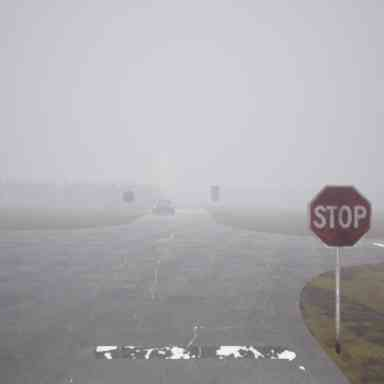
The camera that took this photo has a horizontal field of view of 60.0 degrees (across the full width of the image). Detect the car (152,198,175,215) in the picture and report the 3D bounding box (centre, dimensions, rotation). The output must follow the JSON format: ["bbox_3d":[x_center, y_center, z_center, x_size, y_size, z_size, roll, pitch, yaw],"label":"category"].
[{"bbox_3d":[-2.823,1.403,34.157,2.097,1.767,4.553,0,0,0],"label":"car"}]
